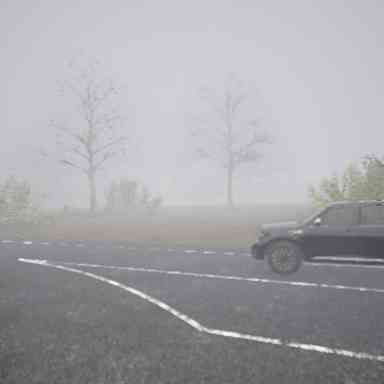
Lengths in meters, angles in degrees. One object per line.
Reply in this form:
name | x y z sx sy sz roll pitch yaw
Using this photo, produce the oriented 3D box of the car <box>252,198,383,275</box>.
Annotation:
car | 4.531 1.227 9.337 5.566 2.045 2.150 -2 -1 26
